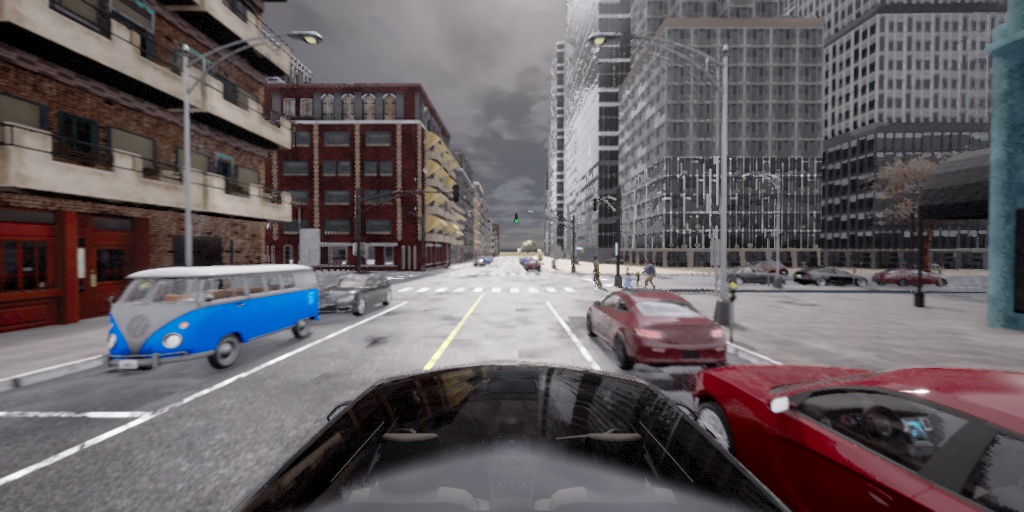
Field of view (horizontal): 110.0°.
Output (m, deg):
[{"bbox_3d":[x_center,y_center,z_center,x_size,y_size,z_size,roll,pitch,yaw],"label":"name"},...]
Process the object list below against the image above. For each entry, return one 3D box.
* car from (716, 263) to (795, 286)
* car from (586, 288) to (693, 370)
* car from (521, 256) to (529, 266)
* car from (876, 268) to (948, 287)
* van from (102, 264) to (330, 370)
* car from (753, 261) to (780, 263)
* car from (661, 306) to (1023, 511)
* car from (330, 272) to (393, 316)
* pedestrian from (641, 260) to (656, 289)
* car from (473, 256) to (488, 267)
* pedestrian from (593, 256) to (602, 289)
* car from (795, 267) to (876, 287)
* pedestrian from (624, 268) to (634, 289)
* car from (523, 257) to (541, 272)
[{"bbox_3d":[16.725,1.412,25.205,4.403,1.370,2.007,0,0,1],"label":"car"},{"bbox_3d":[2.693,1.323,7.453,1.802,1.307,4.207,0,0,0],"label":"car"},{"bbox_3d":[2.678,1.092,51.163,1.967,1.591,4.097,0,0,0],"label":"car"},{"bbox_3d":[27.686,1.495,25.050,4.207,1.307,1.802,0,0,1],"label":"car"},{"bbox_3d":[-5.688,1.082,7.421,1.690,1.789,3.998,0,0,0],"label":"van"},{"bbox_3d":[23.387,1.186,33.749,4.097,1.591,1.967,0,0,1],"label":"car"},{"bbox_3d":[2.690,1.295,1.872,1.888,1.381,4.507,0,0,0],"label":"car"},{"bbox_3d":[-5.686,1.283,13.001,2.007,1.370,4.403,0,0,0],"label":"car"},{"bbox_3d":[7.346,1.053,19.262,0.375,1.860,0.375,-1,1,0],"label":"pedestrian"},{"bbox_3d":[-5.665,1.189,62.426,1.948,1.339,4.313,0,0,0],"label":"car"},{"bbox_3d":[4.683,0.865,19.859,0.375,1.860,0.375,-1,1,0],"label":"pedestrian"},{"bbox_3d":[22.206,1.453,25.127,4.313,1.339,1.948,0,0,1],"label":"car"},{"bbox_3d":[6.095,1.147,18.664,0.375,1.300,0.375,-1,1,0],"label":"pedestrian"},{"bbox_3d":[2.676,1.212,45.518,1.888,1.381,4.507,0,0,0],"label":"car"}]
